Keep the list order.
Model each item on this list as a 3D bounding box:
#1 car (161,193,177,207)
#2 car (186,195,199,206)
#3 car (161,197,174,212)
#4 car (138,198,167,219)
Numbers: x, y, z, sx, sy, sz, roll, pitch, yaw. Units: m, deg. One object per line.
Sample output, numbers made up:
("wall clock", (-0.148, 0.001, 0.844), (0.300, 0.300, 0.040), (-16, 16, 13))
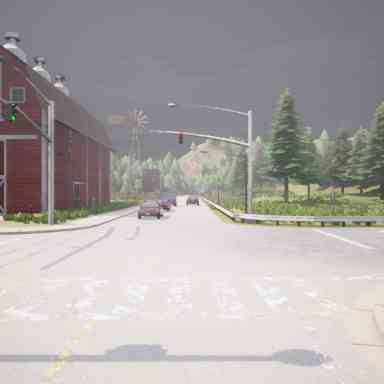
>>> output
("car", (-3.495, 1.222, 51.144), (2.150, 2.045, 5.566), (0, 0, 0))
("car", (0.105, 1.352, 55.591), (2.097, 1.767, 4.553), (0, 0, 0))
("car", (-3.526, 1.601, 39.292), (1.895, 1.301, 4.718), (0, 0, 0))
("car", (-3.545, 1.526, 29.186), (1.812, 1.442, 4.674), (0, 0, 0))
